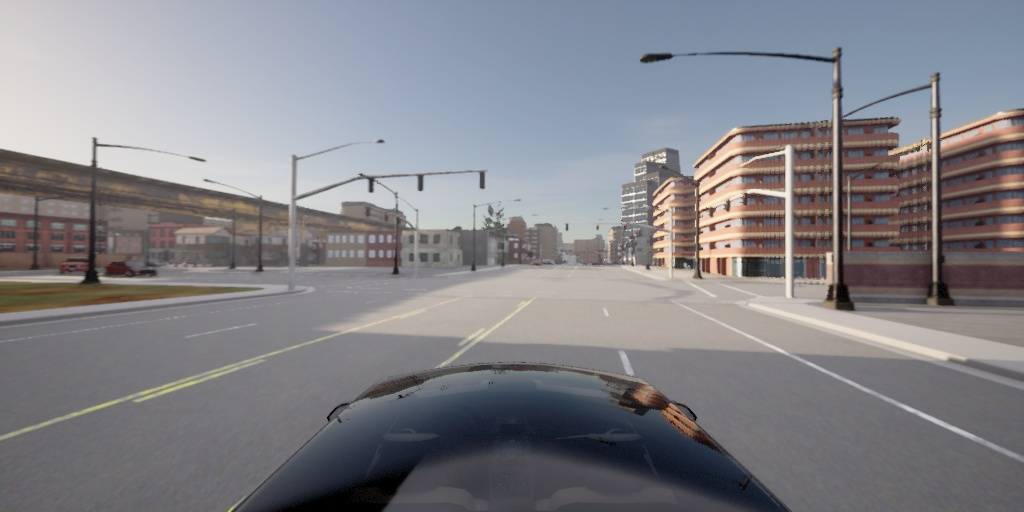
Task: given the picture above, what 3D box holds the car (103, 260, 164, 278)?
[{"bbox_3d":[-37.721,1.247,35.543,4.553,1.767,2.097,0,-1,13],"label":"car"}]
